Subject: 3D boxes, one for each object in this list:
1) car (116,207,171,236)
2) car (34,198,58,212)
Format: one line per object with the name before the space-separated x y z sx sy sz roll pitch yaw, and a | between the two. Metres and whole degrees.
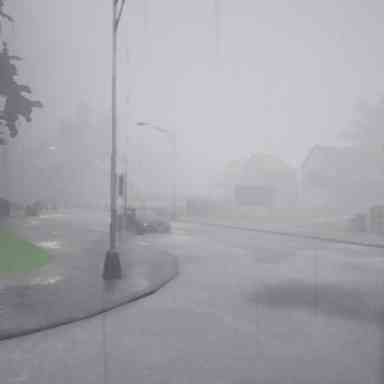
car | -2.989 1.625 19.189 1.812 1.442 4.674 1 0 -35
car | -17.210 1.464 39.080 2.128 1.511 4.902 1 0 -36
